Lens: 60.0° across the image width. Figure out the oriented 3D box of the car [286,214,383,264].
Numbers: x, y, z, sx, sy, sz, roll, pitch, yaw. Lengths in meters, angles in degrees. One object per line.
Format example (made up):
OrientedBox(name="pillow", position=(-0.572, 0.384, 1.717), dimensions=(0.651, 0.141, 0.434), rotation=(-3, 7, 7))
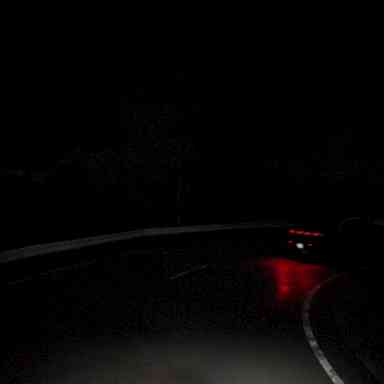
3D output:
OrientedBox(name="car", position=(5.661, 1.569, 12.171), dimensions=(4.902, 1.511, 2.128), rotation=(0, -1, -30))
